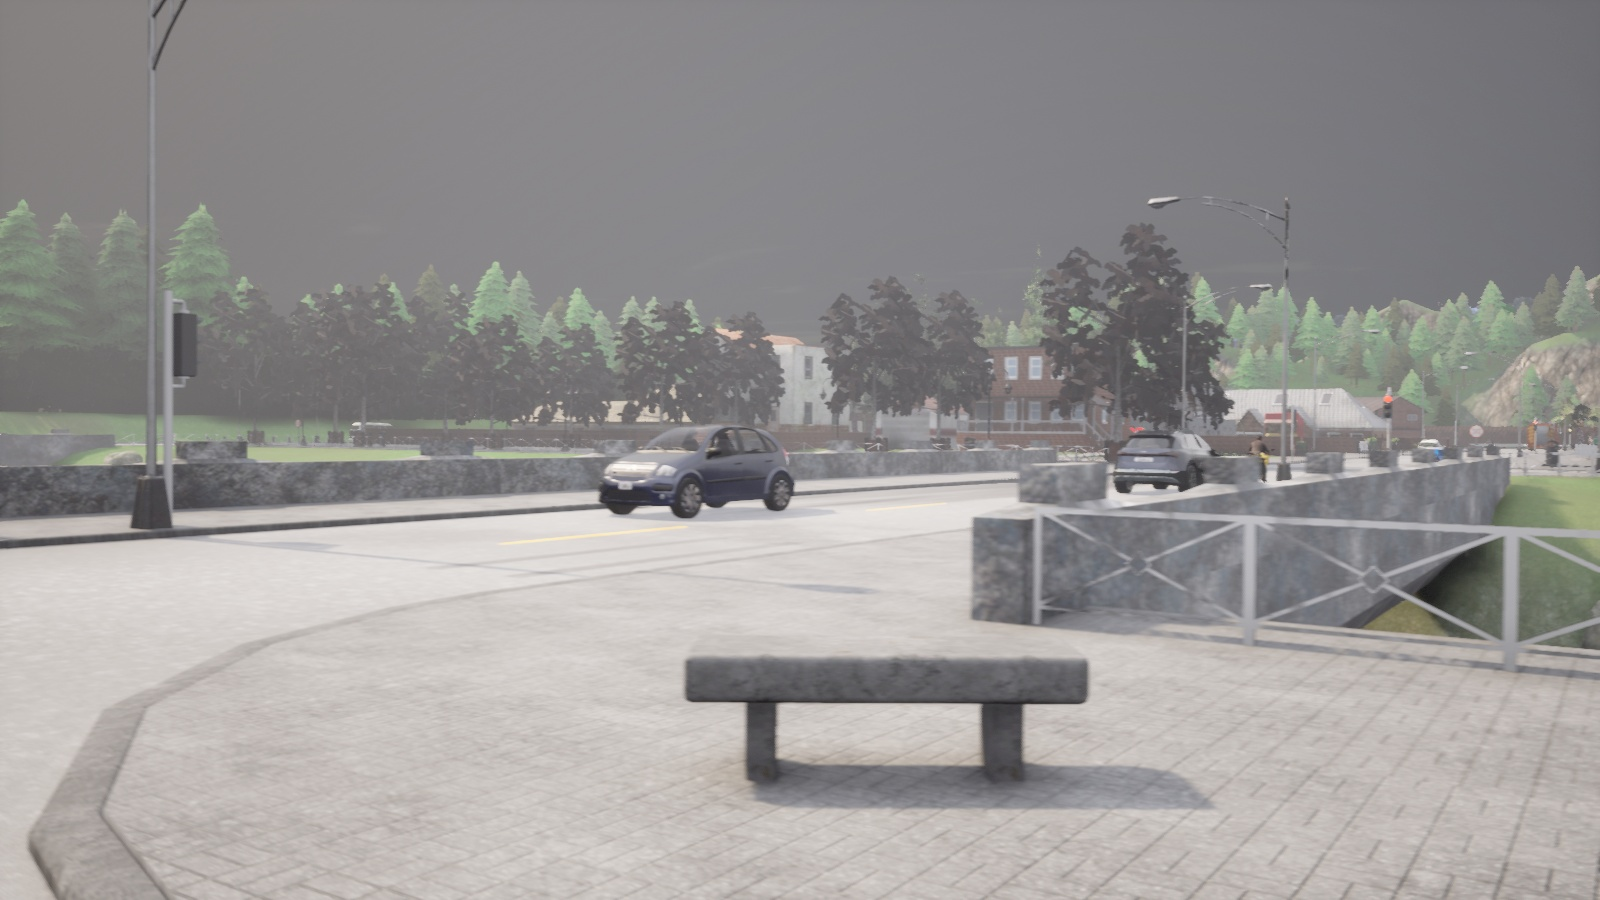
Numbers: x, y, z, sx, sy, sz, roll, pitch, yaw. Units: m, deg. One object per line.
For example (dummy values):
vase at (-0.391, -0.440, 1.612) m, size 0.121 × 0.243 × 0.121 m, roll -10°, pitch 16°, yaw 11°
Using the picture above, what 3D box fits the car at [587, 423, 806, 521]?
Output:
car at (-1.771, 0.327, 22.726) m, size 1.851 × 1.617 × 3.988 m, roll 0°, pitch 1°, yaw 34°

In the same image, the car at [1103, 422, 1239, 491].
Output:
car at (9.732, 0.113, 32.648) m, size 2.033 × 1.649 × 4.856 m, roll 0°, pitch 1°, yaw 34°

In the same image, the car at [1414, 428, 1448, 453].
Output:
car at (35.879, -0.549, 71.417) m, size 1.481 × 1.376 × 2.207 m, roll 0°, pitch 1°, yaw 33°

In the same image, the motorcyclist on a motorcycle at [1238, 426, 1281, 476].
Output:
motorcyclist on a motorcycle at (14.588, 0.019, 39.861) m, size 0.797 × 1.523 × 2.044 m, roll 0°, pitch 1°, yaw 34°
